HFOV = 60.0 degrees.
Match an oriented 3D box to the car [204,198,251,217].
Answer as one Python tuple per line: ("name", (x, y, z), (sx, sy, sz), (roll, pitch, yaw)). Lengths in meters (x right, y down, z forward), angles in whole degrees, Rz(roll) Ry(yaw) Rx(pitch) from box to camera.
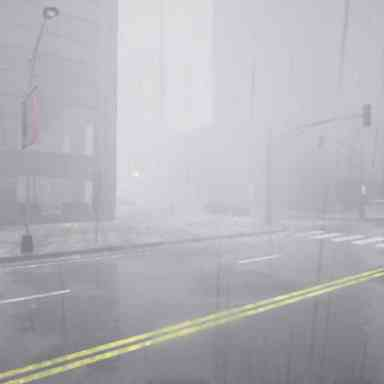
("car", (3.119, 1.371, 29.979), (1.882, 1.535, 5.008), (1, 0, -36))

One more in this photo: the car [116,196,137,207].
("car", (-9.881, 1.346, 48.097), (2.033, 1.411, 5.357), (1, 0, -35))
